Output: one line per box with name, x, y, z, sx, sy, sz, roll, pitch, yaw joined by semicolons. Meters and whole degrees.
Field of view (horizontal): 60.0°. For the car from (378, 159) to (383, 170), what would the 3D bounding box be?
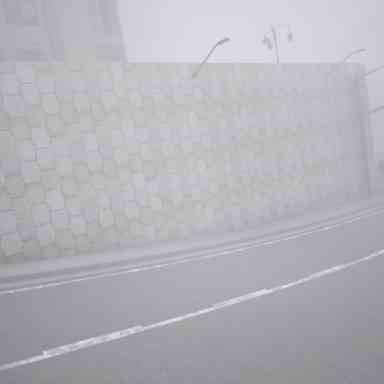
car;20.146;-3.004;31.809;1.994;1.385;4.181;-15;9;-34
